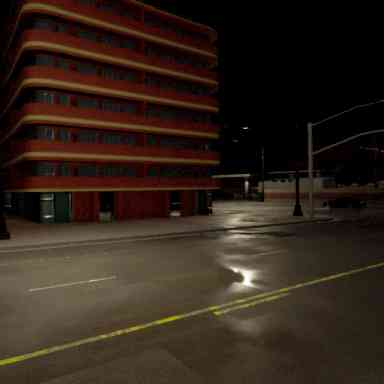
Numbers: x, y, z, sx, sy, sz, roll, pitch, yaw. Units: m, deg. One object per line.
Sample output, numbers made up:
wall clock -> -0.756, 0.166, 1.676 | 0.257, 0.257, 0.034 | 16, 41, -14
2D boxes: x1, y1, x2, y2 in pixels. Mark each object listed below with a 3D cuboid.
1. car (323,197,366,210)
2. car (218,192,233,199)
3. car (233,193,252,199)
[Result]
car -> 18.188, 1.343, 39.899 | 1.837, 1.490, 4.892 | -1, 1, -37
car -> 8.936, 0.930, 86.187 | 4.611, 1.667, 2.242 | -1, 1, -35
car -> 12.907, 1.061, 81.965 | 3.806, 1.475, 1.970 | -1, 1, -35
